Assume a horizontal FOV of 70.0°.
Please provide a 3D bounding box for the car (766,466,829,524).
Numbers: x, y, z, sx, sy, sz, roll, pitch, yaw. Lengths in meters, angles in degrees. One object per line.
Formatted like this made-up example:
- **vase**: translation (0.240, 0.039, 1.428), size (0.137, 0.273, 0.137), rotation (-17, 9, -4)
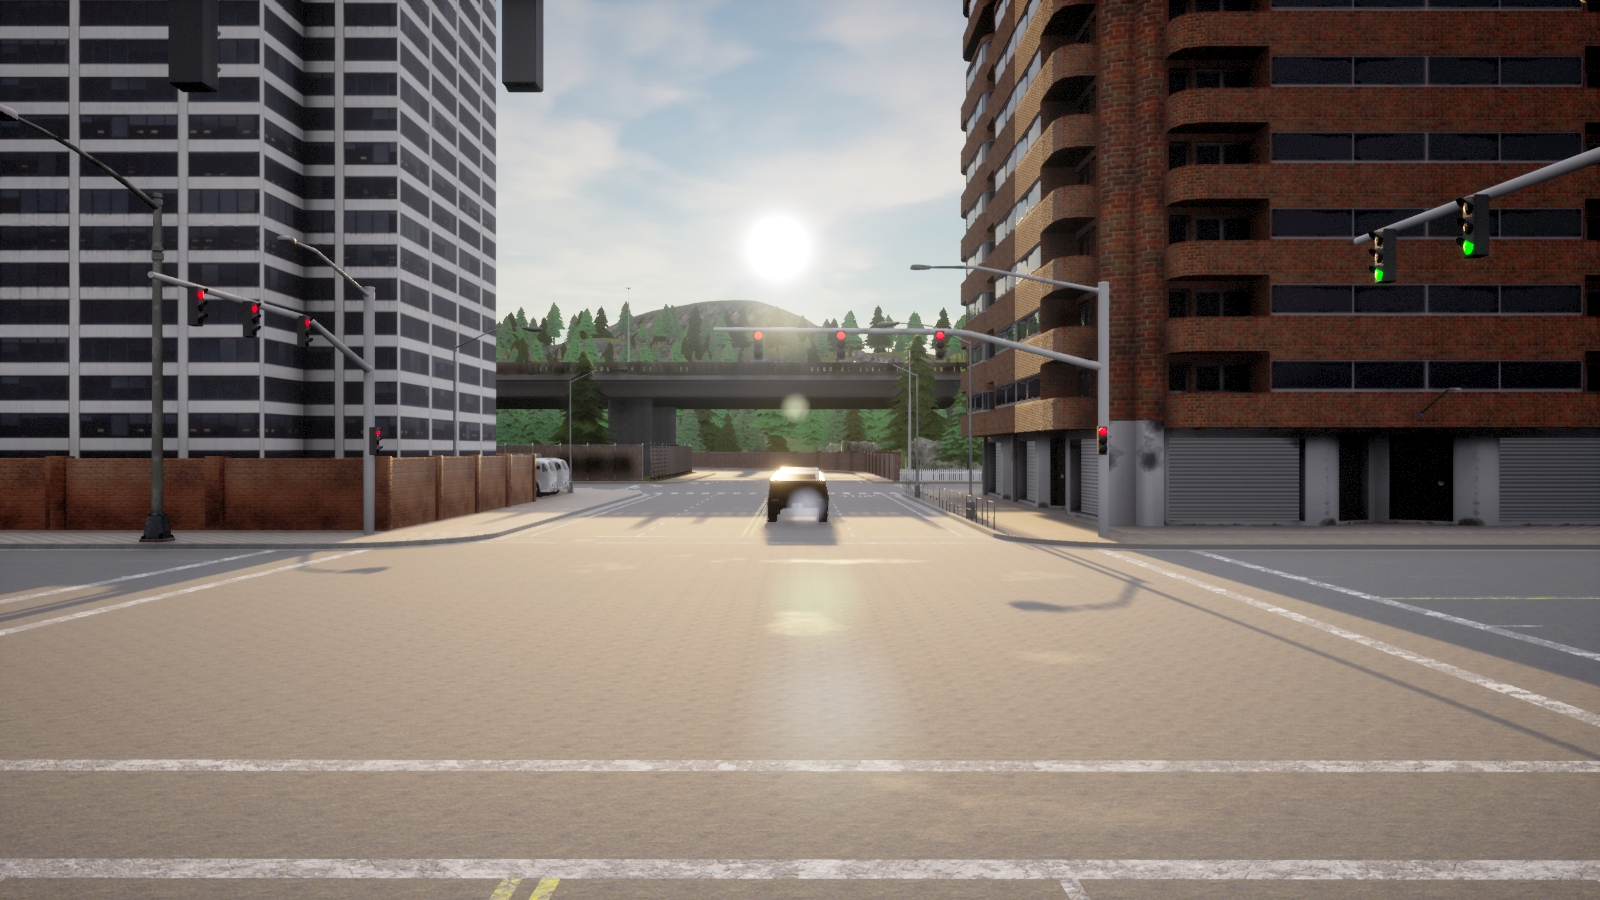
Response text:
- **car**: translation (-0.045, 1.751, 46.244), size (2.390, 2.098, 6.274), rotation (0, 0, 1)
